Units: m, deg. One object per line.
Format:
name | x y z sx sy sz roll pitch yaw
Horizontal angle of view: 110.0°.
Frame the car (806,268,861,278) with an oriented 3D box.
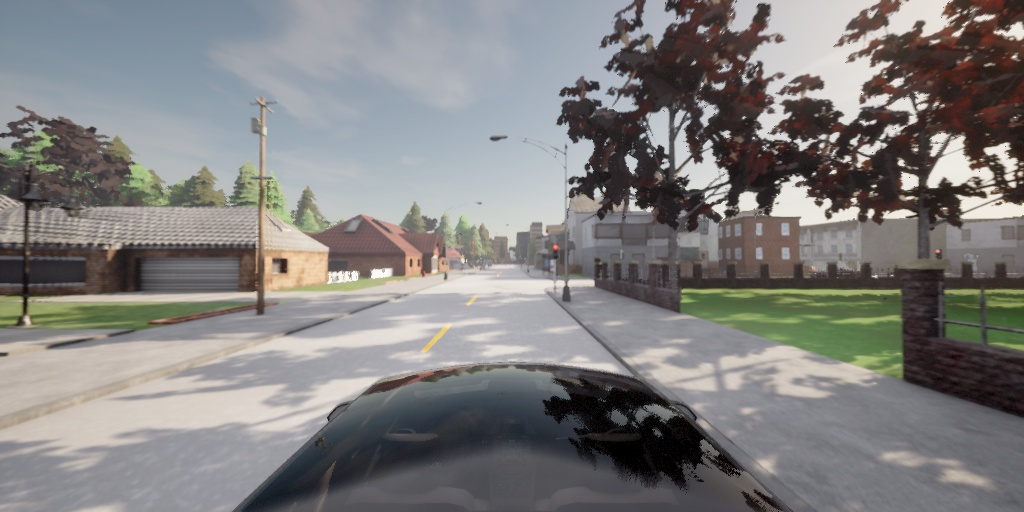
car | 32.504 1.828 36.017 4.718 1.301 1.895 0 -1 0
